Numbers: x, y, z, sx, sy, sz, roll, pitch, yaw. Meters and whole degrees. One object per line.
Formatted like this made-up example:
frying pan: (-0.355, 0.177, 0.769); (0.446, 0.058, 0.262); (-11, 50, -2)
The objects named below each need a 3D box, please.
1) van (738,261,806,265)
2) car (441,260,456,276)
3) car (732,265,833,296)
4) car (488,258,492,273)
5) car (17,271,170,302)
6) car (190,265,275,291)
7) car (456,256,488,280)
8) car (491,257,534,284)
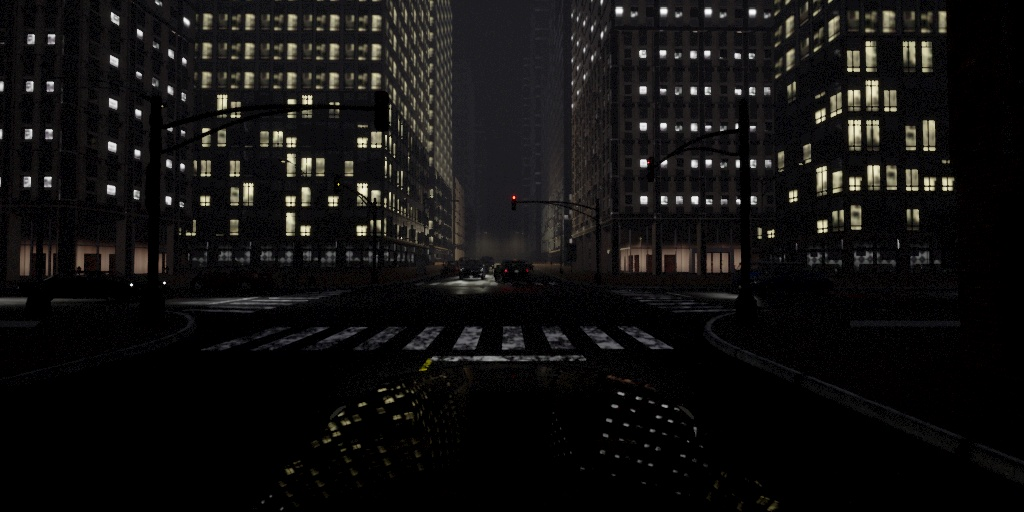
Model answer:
van: (15.714, 1.210, 21.847); (3.998, 1.789, 1.690); (0, 0, -1)
car: (-6.164, 1.203, 37.065); (1.967, 1.591, 4.097); (0, 0, -1)
car: (14.519, 1.342, 19.251); (4.674, 1.442, 1.812); (0, -1, -2)
car: (-3.635, 1.257, 41.818); (2.128, 1.511, 4.902); (0, 0, -1)
car: (-18.066, 1.301, 15.692); (4.718, 1.301, 1.895); (0, -1, -1)
car: (-16.758, 1.255, 21.484); (4.097, 1.591, 1.967); (0, 0, -1)
car: (-3.446, 1.113, 31.745); (2.097, 1.767, 4.553); (0, 0, -2)
car: (-0.053, 1.111, 27.717); (2.097, 1.767, 4.553); (0, 0, -11)
